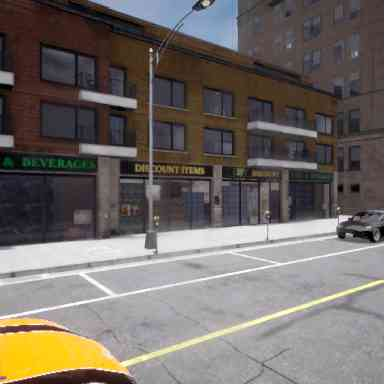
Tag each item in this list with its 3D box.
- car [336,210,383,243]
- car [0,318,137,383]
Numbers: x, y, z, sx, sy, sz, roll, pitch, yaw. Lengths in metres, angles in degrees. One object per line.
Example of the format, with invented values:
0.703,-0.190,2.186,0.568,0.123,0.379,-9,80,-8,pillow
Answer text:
8.836,1.567,16.200,4.313,1.339,1.947,0,0,-35,car
-2.356,1.351,1.492,4.553,1.767,2.097,0,0,-35,car
